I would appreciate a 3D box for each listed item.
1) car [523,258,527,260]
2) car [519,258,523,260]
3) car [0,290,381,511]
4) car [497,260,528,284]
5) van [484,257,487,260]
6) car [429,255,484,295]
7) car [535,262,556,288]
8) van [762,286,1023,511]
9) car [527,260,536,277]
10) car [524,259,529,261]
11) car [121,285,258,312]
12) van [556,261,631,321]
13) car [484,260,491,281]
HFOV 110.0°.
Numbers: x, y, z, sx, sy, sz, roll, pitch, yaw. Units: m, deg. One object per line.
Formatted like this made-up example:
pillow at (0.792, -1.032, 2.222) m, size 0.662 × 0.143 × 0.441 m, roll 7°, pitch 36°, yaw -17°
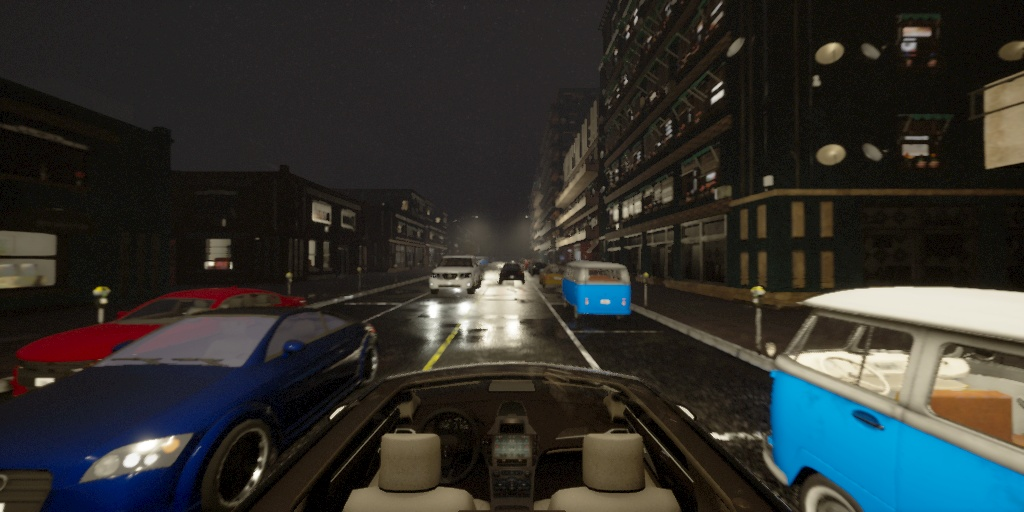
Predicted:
car at (2.682, 1.252, 51.296) m, size 1.888 × 1.381 × 4.507 m, roll 0°, pitch 0°, yaw 0°
car at (0.071, 1.279, 45.760) m, size 1.994 × 1.385 × 4.181 m, roll 0°, pitch 0°, yaw 0°
car at (-3.096, 1.311, 4.075) m, size 1.994 × 1.385 × 4.181 m, roll 0°, pitch 0°, yaw 0°
car at (0.009, 1.262, 26.552) m, size 1.812 × 1.442 × 4.674 m, roll 0°, pitch 0°, yaw 0°
van at (-5.702, 1.030, 62.414) m, size 1.690 × 1.789 × 3.998 m, roll 0°, pitch 0°, yaw 0°
car at (-3.007, 0.953, 20.031) m, size 2.150 × 2.045 × 5.566 m, roll 0°, pitch 0°, yaw 0°
car at (2.687, 1.264, 23.561) m, size 1.751 × 1.417 × 4.829 m, roll 0°, pitch 0°, yaw 0°
van at (2.692, 1.091, 1.067) m, size 1.690 × 1.789 × 3.998 m, roll 0°, pitch 0°, yaw 0°
car at (2.685, 1.294, 34.553) m, size 1.948 × 1.339 × 4.313 m, roll 0°, pitch 0°, yaw 0°
car at (2.684, 1.287, 40.134) m, size 1.948 × 1.339 × 4.313 m, roll 0°, pitch 0°, yaw 0°
car at (-5.690, 1.293, 6.611) m, size 1.888 × 1.381 × 4.507 m, roll 0°, pitch 0°, yaw 0°
van at (2.690, 1.087, 12.230) m, size 1.690 × 1.789 × 3.998 m, roll 0°, pitch 0°, yaw 0°
car at (-3.026, 1.283, 27.137) m, size 2.033 × 1.411 × 5.357 m, roll 0°, pitch 0°, yaw 0°
